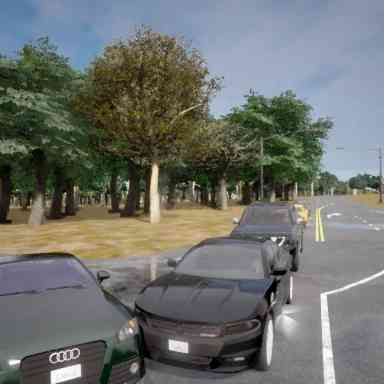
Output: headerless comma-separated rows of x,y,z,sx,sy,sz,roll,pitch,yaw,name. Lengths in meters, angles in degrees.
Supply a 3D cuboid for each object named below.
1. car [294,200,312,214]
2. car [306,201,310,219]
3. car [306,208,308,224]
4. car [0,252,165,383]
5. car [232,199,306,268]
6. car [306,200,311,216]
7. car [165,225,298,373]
13.398,1.743,40.070,1.812,1.442,4.674,-1,0,21,car
7.285,1.661,23.992,1.882,1.535,5.008,-1,0,21,car
5.125,1.772,18.242,1.895,1.301,4.718,-1,0,21,car
-2.294,1.642,4.914,1.994,1.385,4.181,1,-2,-33,car
2.887,1.458,12.343,2.150,2.045,5.566,-2,0,21,car
9.354,1.721,29.493,1.812,1.442,4.674,-1,0,21,car
0.754,1.612,6.206,1.882,1.535,5.008,-1,-2,21,car
